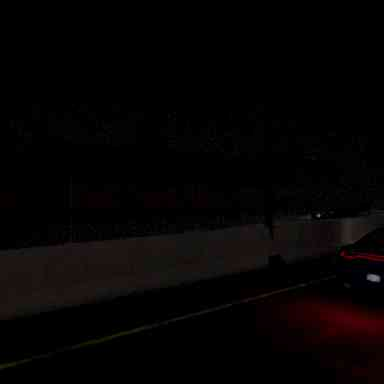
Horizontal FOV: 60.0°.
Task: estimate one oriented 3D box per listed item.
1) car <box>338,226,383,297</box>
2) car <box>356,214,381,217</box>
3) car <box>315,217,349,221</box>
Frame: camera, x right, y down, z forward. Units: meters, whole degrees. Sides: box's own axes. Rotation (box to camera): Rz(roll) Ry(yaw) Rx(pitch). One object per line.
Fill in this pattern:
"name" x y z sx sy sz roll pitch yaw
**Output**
"car" 5.390 1.433 7.624 5.008 1.535 1.882 0 0 -36
"car" 12.492 1.410 21.566 4.674 1.442 1.812 0 0 -36
"car" 10.836 1.375 24.684 4.902 1.511 2.128 0 0 -36
